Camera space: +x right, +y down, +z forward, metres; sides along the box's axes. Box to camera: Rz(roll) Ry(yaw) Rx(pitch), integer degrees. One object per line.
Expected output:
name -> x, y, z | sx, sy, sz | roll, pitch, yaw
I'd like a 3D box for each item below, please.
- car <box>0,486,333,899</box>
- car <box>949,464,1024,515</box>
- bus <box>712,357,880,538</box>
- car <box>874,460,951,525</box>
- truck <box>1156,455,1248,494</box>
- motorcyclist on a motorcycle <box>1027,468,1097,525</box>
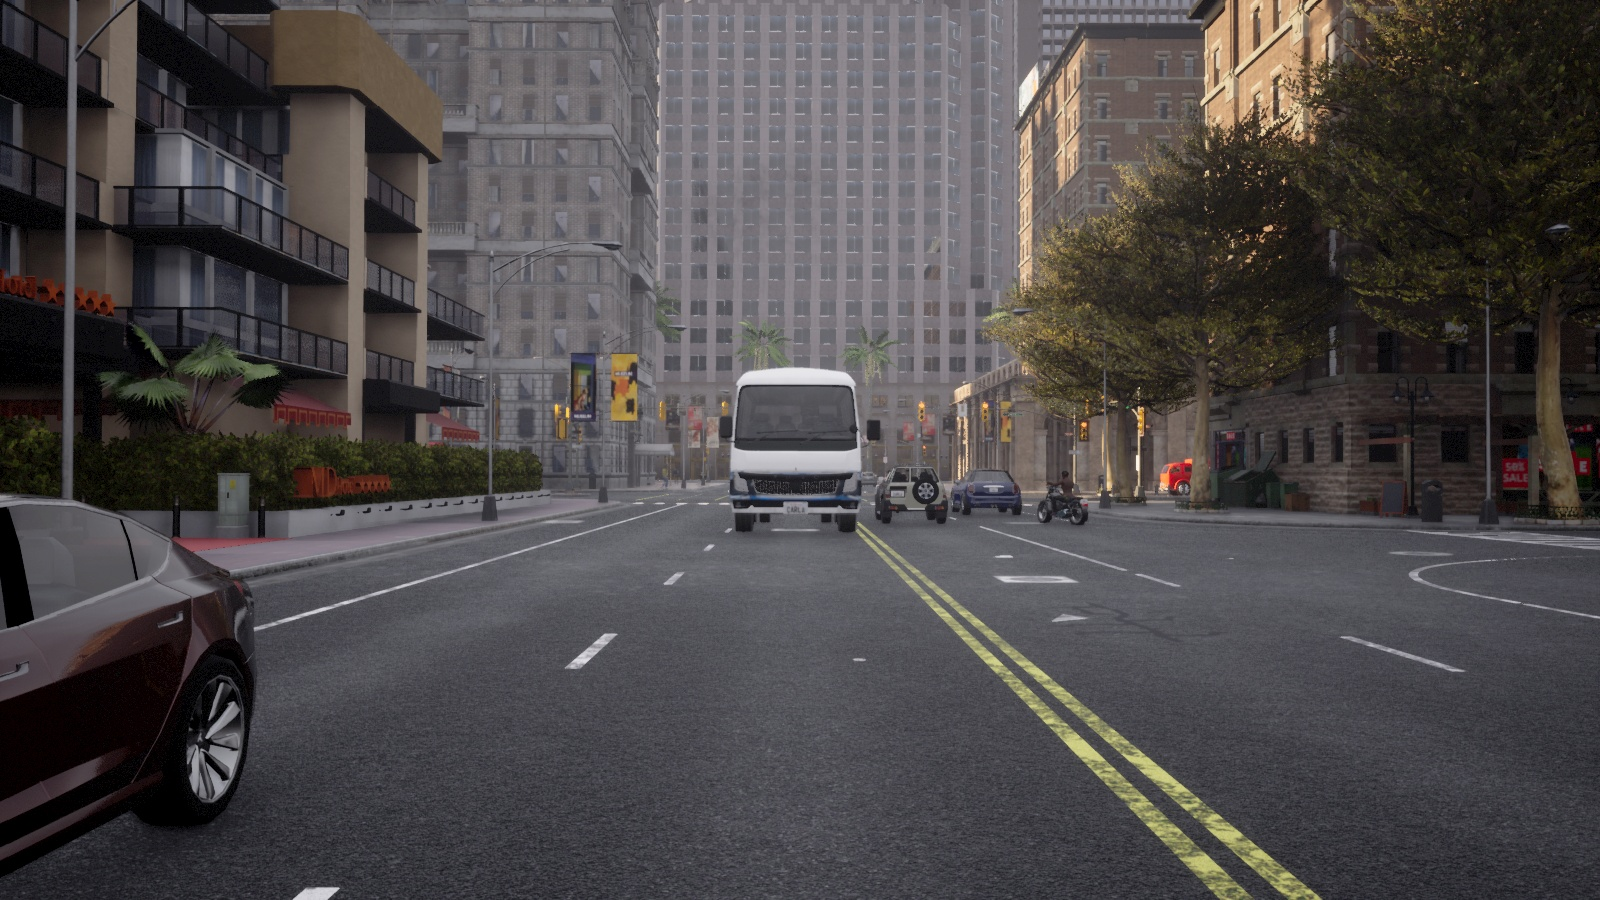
car -> -3.514, 0.898, 4.152 | 2.163, 1.488, 4.792 | 0, -1, 0
car -> 6.854, 1.426, 46.561 | 2.097, 1.767, 4.553 | 0, -1, 0
bus -> -0.114, 0.021, 34.805 | 3.944, 4.253, 10.273 | 0, -1, 0
car -> 3.377, 1.264, 38.578 | 1.932, 1.855, 4.605 | 0, -1, 0
truck -> 26.479, 1.608, 82.778 | 5.204, 2.467, 2.627 | 0, -1, 0
motorcyclist on a motorcycle -> 7.800, 1.362, 37.491 | 0.766, 1.649, 2.350 | 0, -1, -26
